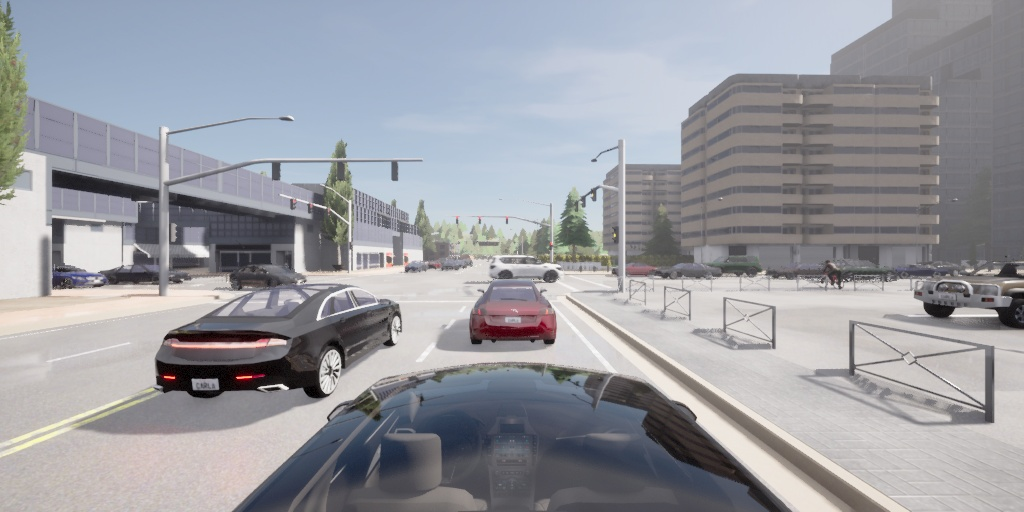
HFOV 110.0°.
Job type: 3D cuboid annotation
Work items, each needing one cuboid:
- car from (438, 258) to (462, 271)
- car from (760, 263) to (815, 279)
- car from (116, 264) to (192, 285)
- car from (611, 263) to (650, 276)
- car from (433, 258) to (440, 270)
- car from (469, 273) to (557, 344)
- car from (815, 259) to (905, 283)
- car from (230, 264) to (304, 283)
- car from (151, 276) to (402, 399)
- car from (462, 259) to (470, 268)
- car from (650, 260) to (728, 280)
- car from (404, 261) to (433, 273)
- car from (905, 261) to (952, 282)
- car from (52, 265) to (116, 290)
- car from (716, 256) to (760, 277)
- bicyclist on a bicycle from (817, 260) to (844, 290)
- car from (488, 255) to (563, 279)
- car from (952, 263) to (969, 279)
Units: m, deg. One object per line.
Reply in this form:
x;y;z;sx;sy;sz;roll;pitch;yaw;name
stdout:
-8.358;1.314;48.858;1.994;1.385;4.181;0;0;-2;car
25.309;1.297;31.395;5.357;1.411;2.033;0;0;-2;car
-26.174;1.297;25.513;5.357;1.411;2.033;0;0;-1;car
11.749;1.313;34.495;4.181;1.385;1.994;0;0;-2;car
-11.996;1.350;53.988;1.895;1.301;4.718;0;0;-1;car
0.012;1.314;9.544;1.994;1.385;4.181;0;0;0;car
26.809;1.102;27.741;4.553;1.767;2.097;0;0;-2;car
-14.340;1.255;21.158;4.892;1.490;1.837;0;-1;20;car
-3.473;1.241;6.486;2.128;1.511;4.902;0;0;0;car
-8.621;1.297;59.155;2.033;1.411;5.357;0;0;-1;car
15.239;1.297;31.097;5.357;1.411;2.033;0;0;-2;car
-11.761;1.297;44.403;2.033;1.411;5.357;0;0;-1;car
35.172;1.351;31.675;4.718;1.301;1.895;0;0;-2;car
-27.834;1.276;21.976;4.674;1.442;1.812;0;0;-1;car
21.093;0.971;34.774;5.566;2.045;2.150;0;0;-2;car
17.929;1.052;20.189;0.582;1.620;1.656;0;0;-2;bicyclist on a bicycle
0.991;0.971;26.866;5.566;2.045;2.150;0;0;-3;car
41.234;1.254;35.326;4.892;1.490;1.837;0;0;-1;car
